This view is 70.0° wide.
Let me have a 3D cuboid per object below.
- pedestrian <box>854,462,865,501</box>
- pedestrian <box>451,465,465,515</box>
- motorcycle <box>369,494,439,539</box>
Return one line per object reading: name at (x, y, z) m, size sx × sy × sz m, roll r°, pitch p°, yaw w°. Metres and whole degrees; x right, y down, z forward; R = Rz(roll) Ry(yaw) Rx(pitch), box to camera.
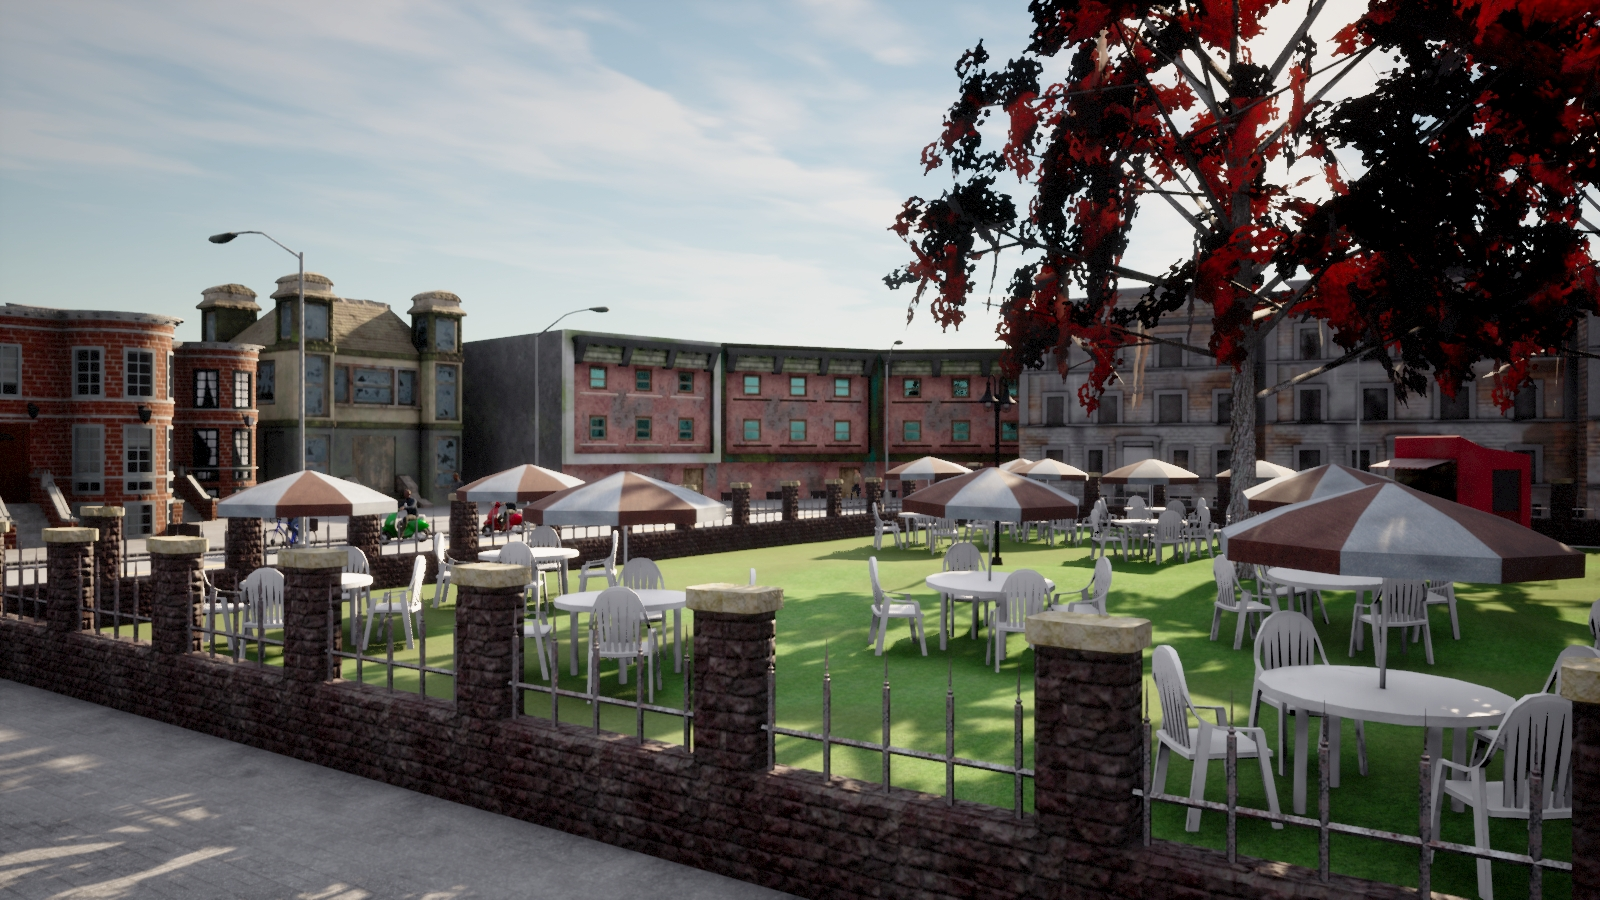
pedestrian at (2.872, 1.514, 55.416) m, size 0.375 × 1.860 × 0.375 m, roll 0°, pitch 0°, yaw -37°
pedestrian at (-13.036, 1.516, 43.540) m, size 0.375 × 1.860 × 0.375 m, roll 0°, pitch 0°, yaw 32°
motorcycle at (-11.759, 1.950, 33.969) m, size 0.856 × 1.236 × 1.805 m, roll 0°, pitch 0°, yaw 35°
